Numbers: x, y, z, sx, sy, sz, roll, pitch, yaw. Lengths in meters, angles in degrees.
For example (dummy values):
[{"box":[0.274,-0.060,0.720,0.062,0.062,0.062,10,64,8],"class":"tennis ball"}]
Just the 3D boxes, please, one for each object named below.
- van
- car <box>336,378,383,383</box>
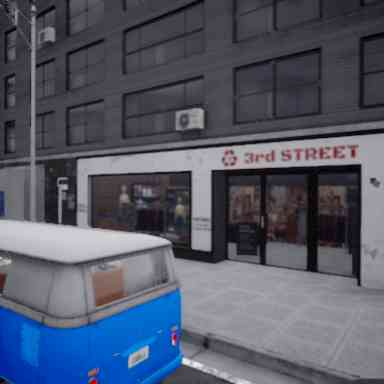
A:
[{"box":[-2.016,1.323,4.245,3.998,1.788,1.690,0,0,35],"class":"van"},{"box":[2.470,1.558,1.047,4.403,1.369,2.008,0,0,35],"class":"car"}]
